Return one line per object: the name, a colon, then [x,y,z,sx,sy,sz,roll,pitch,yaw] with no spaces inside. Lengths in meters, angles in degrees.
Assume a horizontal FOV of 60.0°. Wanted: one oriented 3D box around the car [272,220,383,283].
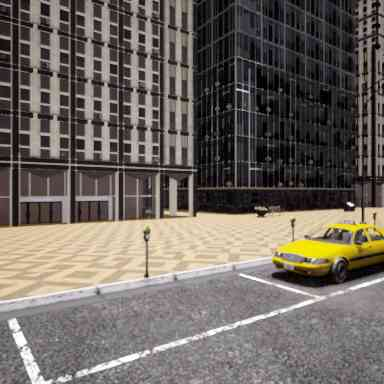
car: [4.366,1.522,9.631,4.829,1.417,1.752,0,0,-35]
